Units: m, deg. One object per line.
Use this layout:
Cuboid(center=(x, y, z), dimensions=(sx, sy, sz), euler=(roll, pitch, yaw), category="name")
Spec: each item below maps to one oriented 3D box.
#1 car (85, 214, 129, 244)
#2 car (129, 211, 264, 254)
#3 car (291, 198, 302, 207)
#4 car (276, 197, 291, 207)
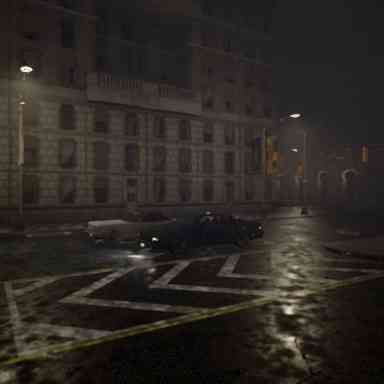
Cuboid(center=(-2.566, 1.599, 15.810), dimensions=(4.718, 1.301, 1.895), euler=(0, 0, -31), category="car")
Cuboid(center=(0.463, 1.545, 13.553), dimensions=(5.357, 1.411, 2.033), euler=(0, 0, -31), category="car")
Cuboid(center=(14.992, 1.514, 52.205), dimensions=(1.812, 1.442, 4.674), euler=(0, 0, -31), category="car")
Cuboid(center=(11.847, 1.536, 50.626), dimensions=(2.033, 1.411, 5.357), euler=(0, 0, -32), category="car")
